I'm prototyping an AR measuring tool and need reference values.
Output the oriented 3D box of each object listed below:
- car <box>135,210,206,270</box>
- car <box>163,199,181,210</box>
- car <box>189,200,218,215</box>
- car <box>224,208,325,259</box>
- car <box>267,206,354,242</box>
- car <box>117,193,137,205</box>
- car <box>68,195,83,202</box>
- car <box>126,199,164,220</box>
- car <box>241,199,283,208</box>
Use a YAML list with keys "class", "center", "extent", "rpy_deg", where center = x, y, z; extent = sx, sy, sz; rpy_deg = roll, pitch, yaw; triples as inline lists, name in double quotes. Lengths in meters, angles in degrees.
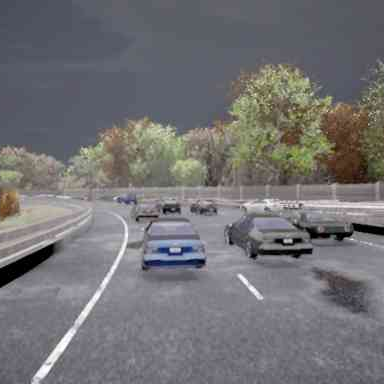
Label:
- class: "car"
  center: [-0.731, 1.560, 11.156]
  extent: [2.033, 1.411, 5.357]
  rpy_deg: [0, 0, -7]
- class: "car"
  center: [-2.596, 1.516, 34.721]
  extent: [1.882, 1.535, 5.008]
  rpy_deg: [0, 0, -18]
- class: "car"
  center: [1.154, 1.555, 34.482]
  extent: [1.812, 1.442, 4.674]
  rpy_deg: [0, 0, -18]
- class: "car"
  center: [2.628, 1.553, 12.674]
  extent: [2.033, 1.411, 5.357]
  rpy_deg: [0, 0, -7]
- class: "car"
  center: [5.602, 1.603, 16.238]
  extent: [1.895, 1.301, 4.718]
  rpy_deg: [0, 0, -9]
- class: "car"
  center: [-12.216, 1.221, 62.163]
  extent: [2.150, 2.045, 5.566]
  rpy_deg: [0, 0, -34]
- class: "car"
  center: [-28.446, 1.494, 81.216]
  extent: [4.553, 1.767, 2.097]
  rpy_deg: [0, 0, 43]
- class: "car"
  center: [-4.013, 1.582, 27.750]
  extent: [2.033, 1.411, 5.357]
  rpy_deg: [0, 0, -16]
- class: "car"
  center: [7.168, 1.481, 34.351]
  extent: [1.812, 1.442, 4.674]
  rpy_deg: [0, 0, -44]
